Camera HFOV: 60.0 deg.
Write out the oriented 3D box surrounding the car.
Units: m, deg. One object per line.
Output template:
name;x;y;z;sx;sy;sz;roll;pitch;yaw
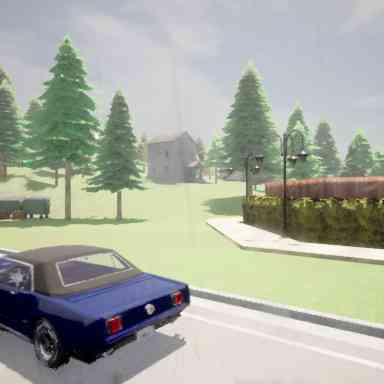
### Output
car;-2.425;1.600;5.722;4.718;1.301;1.895;0;0;36
